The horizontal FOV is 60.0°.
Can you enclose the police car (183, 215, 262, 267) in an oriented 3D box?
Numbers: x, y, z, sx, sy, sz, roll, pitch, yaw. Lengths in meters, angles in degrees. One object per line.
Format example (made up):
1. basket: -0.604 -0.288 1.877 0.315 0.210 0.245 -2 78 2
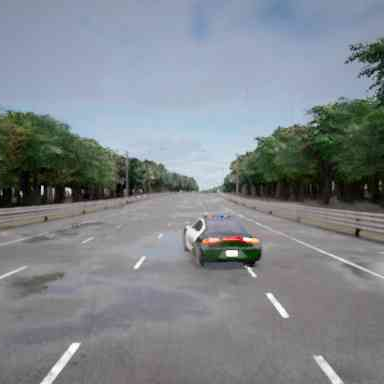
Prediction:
1. police car: 0.831 1.612 12.110 2.038 1.542 4.974 1 0 -8
